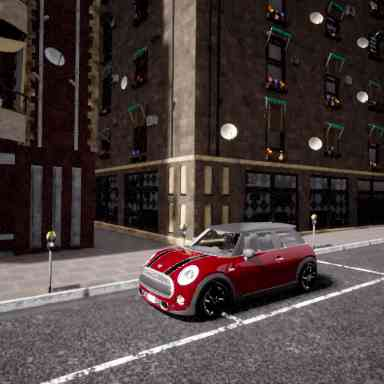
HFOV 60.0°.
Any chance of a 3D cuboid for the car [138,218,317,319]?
[{"bbox_3d":[0.875,1.442,7.314,4.097,1.590,1.967,0,1,-35],"label":"car"}]
